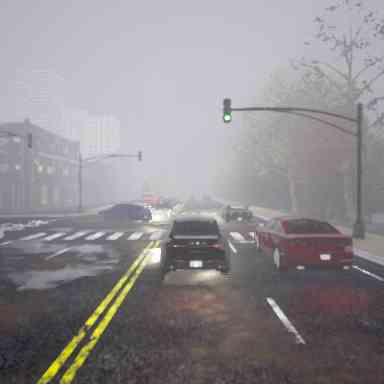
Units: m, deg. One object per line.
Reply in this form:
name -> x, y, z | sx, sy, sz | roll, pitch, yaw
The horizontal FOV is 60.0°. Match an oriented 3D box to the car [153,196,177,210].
car -> -3.351, 1.544, 42.159 | 1.994, 1.385, 4.181 | 0, 0, 0

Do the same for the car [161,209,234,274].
car -> 0.072, 1.501, 10.501 | 1.837, 1.490, 4.892 | 0, 0, -1

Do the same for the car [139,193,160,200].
car -> -6.593, 1.197, 50.057 | 2.150, 2.045, 5.566 | 0, 0, 0

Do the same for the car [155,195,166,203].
car -> -6.517, 1.463, 70.176 | 1.837, 1.490, 4.892 | 0, 0, 0

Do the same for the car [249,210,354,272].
car -> 3.345, 1.473, 10.823 | 1.882, 1.535, 5.008 | 0, 0, 0

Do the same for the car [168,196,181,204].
car -> -3.266, 1.459, 61.927 | 2.128, 1.511, 4.902 | 0, 0, 0

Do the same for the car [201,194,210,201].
car -> 3.229, 1.311, 82.036 | 2.128, 1.511, 4.902 | 0, 0, 0

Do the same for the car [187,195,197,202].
car -> -0.019, 1.478, 72.032 | 1.812, 1.442, 4.674 | 0, 0, 0

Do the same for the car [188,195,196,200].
car -> -0.021, 1.338, 82.035 | 1.994, 1.385, 4.181 | 0, 0, 0

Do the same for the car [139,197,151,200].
car -> -6.615, 1.582, 40.514 | 1.895, 1.301, 4.718 | 0, 0, 1

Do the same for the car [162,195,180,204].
car -> -3.338, 1.538, 51.677 | 1.994, 1.385, 4.181 | 0, 0, 0

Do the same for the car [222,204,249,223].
car -> 3.345, 1.590, 25.543 | 1.895, 1.301, 4.718 | 0, 0, 0

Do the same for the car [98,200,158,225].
car -> -4.914, 1.516, 24.228 | 4.674, 1.442, 1.812 | 0, -1, 40

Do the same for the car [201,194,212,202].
car -> 3.231, 1.309, 72.003 | 2.097, 1.767, 4.553 | 0, 0, 0
